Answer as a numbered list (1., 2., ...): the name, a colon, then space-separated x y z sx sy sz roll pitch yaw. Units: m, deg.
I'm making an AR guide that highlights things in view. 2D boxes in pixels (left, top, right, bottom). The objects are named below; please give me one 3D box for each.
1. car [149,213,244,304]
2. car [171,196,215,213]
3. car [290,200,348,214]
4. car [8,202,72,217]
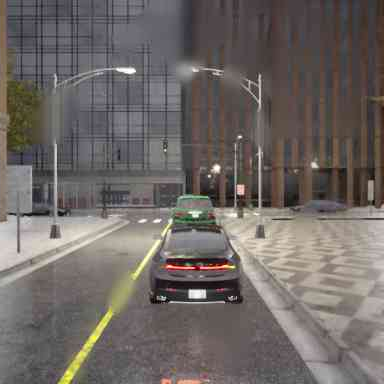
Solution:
1. car: 0.083 1.503 8.135 1.837 1.490 4.892 0 0 0
2. car: 0.033 1.219 18.591 2.150 2.045 5.566 0 0 -3
3. car: 12.733 1.486 33.508 5.357 1.411 2.033 0 0 0
4. car: -13.893 1.600 30.281 5.357 1.411 2.033 0 0 1
